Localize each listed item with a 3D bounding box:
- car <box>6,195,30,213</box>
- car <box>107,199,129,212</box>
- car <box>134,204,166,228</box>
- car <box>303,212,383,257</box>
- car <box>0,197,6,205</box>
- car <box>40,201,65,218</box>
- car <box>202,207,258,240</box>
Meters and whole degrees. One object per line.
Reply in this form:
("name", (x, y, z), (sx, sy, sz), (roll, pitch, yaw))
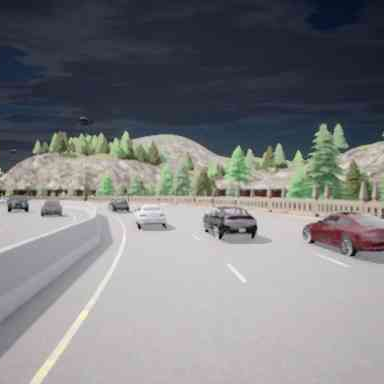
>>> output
("car", (-21.153, 1.418, 40.532), (2.150, 2.045, 5.566), (0, -1, -28))
("car", (-8.760, 1.591, 39.401), (2.128, 1.511, 4.902), (0, 0, -24))
("car", (-2.858, 1.556, 22.234), (1.812, 1.442, 4.674), (0, 0, -13))
("car", (6.019, 1.504, 12.782), (1.812, 1.442, 4.674), (0, 0, -7))
("car", (-37.307, 1.789, 67.054), (4.674, 1.442, 1.812), (-1, 0, 44))
("car", (-13.548, 1.618, 32.275), (1.837, 1.490, 4.892), (0, 0, -22))
("car", (1.798, 1.492, 17.076), (2.128, 1.511, 4.902), (0, 0, -10))
